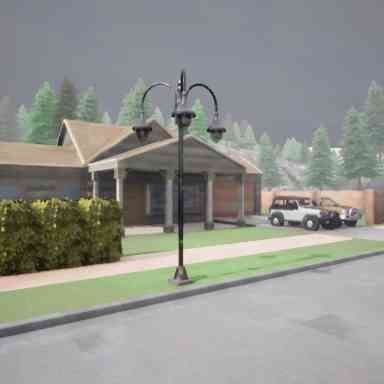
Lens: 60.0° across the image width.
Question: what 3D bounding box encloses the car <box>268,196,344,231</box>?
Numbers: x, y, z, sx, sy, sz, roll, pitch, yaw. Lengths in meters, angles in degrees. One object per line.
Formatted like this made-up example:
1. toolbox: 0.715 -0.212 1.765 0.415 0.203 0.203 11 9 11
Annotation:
1. car: 6.219 1.173 19.122 1.905 1.878 3.866 0 0 -35

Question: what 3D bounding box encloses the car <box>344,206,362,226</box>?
1. car: 8.051 1.171 20.887 1.932 1.855 4.605 0 0 -35
